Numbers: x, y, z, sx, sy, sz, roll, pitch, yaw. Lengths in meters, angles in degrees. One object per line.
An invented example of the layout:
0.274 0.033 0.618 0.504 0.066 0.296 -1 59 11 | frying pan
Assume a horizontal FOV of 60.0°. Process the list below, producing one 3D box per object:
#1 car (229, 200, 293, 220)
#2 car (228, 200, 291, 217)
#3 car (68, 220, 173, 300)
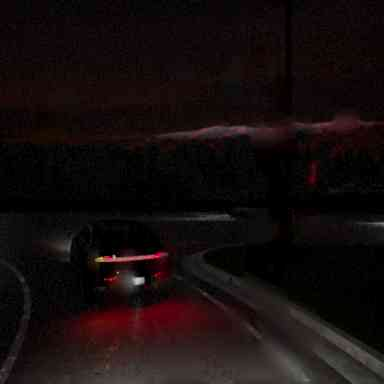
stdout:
5.454 1.519 26.514 4.718 1.301 1.895 0 0 4 | car
6.007 1.455 29.986 5.357 1.411 2.033 0 0 4 | car
-2.005 1.466 8.510 2.128 1.511 4.902 0 0 -24 | car
